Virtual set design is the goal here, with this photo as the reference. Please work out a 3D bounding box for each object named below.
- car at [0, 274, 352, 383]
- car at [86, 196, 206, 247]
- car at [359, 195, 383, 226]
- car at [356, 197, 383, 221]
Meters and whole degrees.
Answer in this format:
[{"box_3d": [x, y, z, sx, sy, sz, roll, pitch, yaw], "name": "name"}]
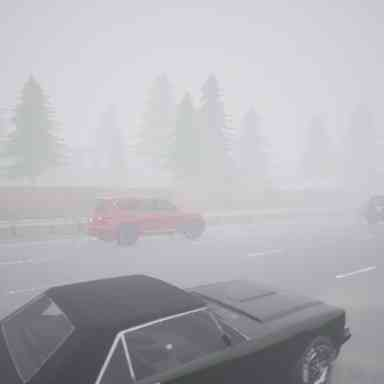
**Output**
[{"box_3d": [-0.374, 1.600, 3.480, 4.718, 1.301, 1.895, 0, 0, -36], "name": "car"}, {"box_3d": [-1.972, 1.221, 15.244, 5.566, 2.045, 2.150, 0, 0, -36], "name": "car"}, {"box_3d": [13.789, 1.221, 22.196, 5.566, 2.045, 2.150, 0, 0, -36], "name": "car"}, {"box_3d": [16.157, 1.351, 28.190, 4.553, 1.767, 2.097, 0, 0, -36], "name": "car"}]
